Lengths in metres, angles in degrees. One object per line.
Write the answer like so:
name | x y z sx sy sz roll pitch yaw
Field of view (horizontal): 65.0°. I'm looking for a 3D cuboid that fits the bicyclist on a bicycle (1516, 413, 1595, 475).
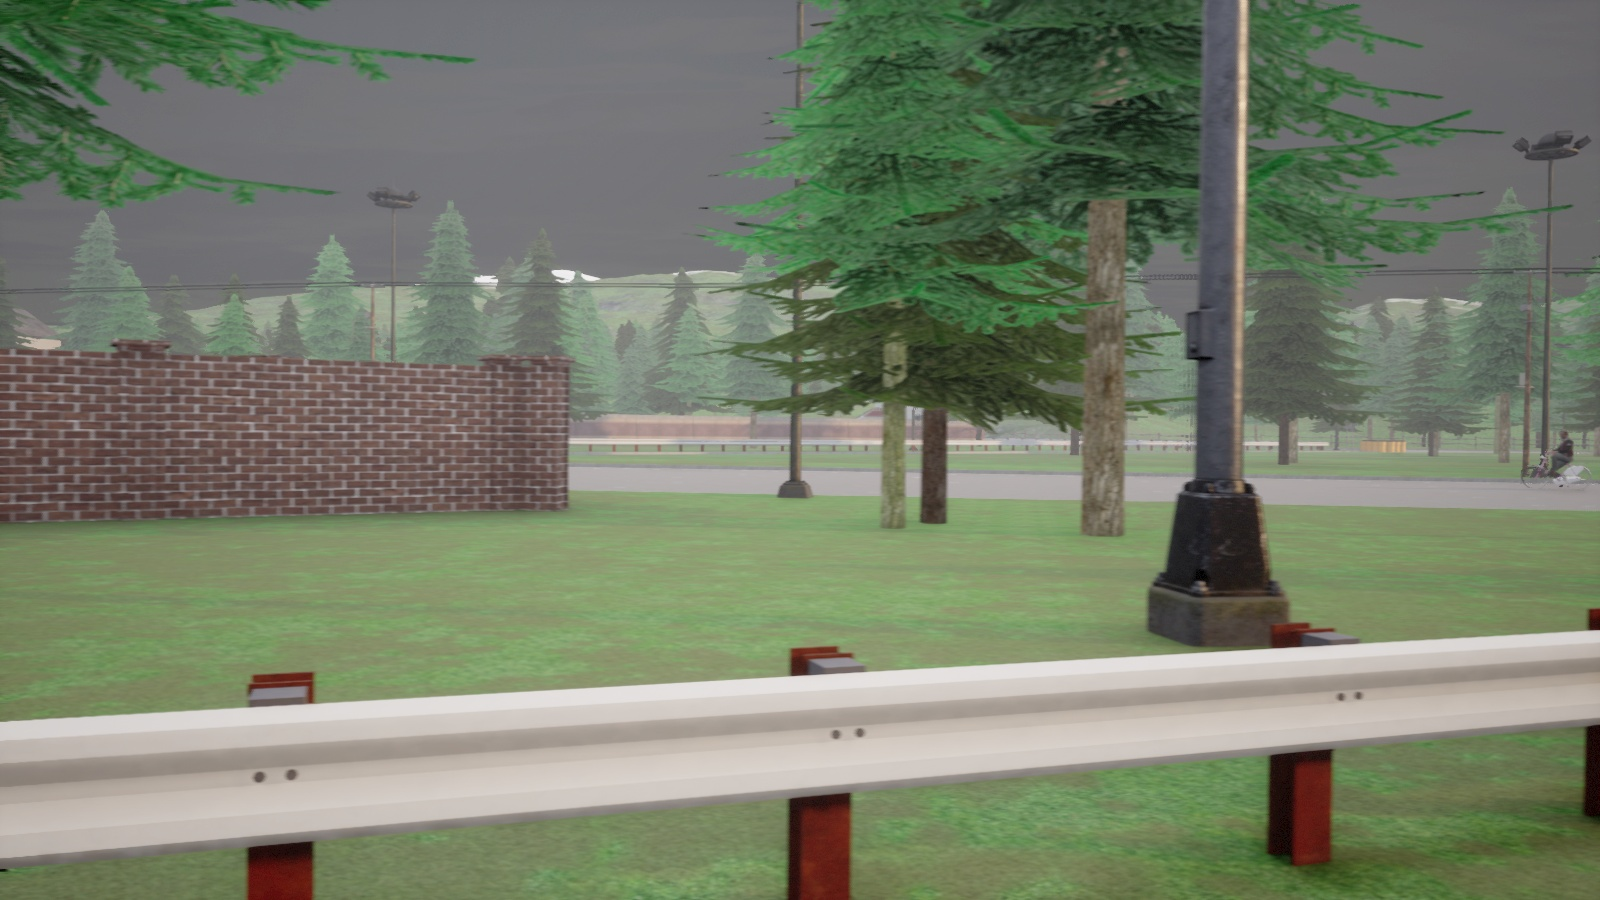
bicyclist on a bicycle | 21.938 -0.167 36.505 1.843 1.776 0.659 0 1 10
